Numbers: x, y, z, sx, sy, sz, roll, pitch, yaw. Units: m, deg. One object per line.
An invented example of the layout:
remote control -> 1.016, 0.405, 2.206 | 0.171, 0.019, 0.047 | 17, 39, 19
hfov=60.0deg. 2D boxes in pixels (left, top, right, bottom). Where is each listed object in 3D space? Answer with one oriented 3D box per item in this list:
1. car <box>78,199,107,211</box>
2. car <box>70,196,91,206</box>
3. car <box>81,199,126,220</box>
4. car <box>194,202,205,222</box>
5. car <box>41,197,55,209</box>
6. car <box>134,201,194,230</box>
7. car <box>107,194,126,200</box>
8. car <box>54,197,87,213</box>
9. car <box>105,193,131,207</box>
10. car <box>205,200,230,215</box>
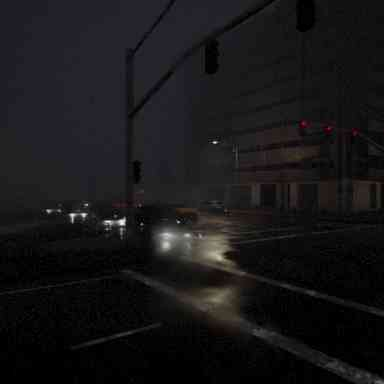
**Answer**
car -> -12.893, 1.603, 42.826 | 2.033, 1.411, 5.357 | 0, 0, -35
car -> -19.845, 1.547, 58.985 | 2.128, 1.511, 4.902 | 0, 0, -35
car -> -7.853, 1.603, 29.662 | 2.033, 1.411, 5.357 | 0, 0, -35
car -> -1.443, 1.533, 26.679 | 1.882, 1.535, 5.008 | 0, 0, -35
car -> -19.750, 1.533, 46.503 | 1.882, 1.535, 5.008 | 0, 0, -35
car -> -2.215, 1.560, 21.721 | 1.837, 1.490, 4.892 | 0, 0, -35
car -> -6.813, 1.407, 34.245 | 2.097, 1.767, 4.553 | 0, 0, -35
car -> -13.707, 1.603, 37.926 | 2.033, 1.411, 5.357 | 0, 0, -35
car -> -12.064, 1.276, 54.074 | 2.150, 2.045, 5.566 | 0, 0, -35
car -> 1.958, 1.581, 34.247 | 1.812, 1.442, 4.674 | 0, 0, -35
